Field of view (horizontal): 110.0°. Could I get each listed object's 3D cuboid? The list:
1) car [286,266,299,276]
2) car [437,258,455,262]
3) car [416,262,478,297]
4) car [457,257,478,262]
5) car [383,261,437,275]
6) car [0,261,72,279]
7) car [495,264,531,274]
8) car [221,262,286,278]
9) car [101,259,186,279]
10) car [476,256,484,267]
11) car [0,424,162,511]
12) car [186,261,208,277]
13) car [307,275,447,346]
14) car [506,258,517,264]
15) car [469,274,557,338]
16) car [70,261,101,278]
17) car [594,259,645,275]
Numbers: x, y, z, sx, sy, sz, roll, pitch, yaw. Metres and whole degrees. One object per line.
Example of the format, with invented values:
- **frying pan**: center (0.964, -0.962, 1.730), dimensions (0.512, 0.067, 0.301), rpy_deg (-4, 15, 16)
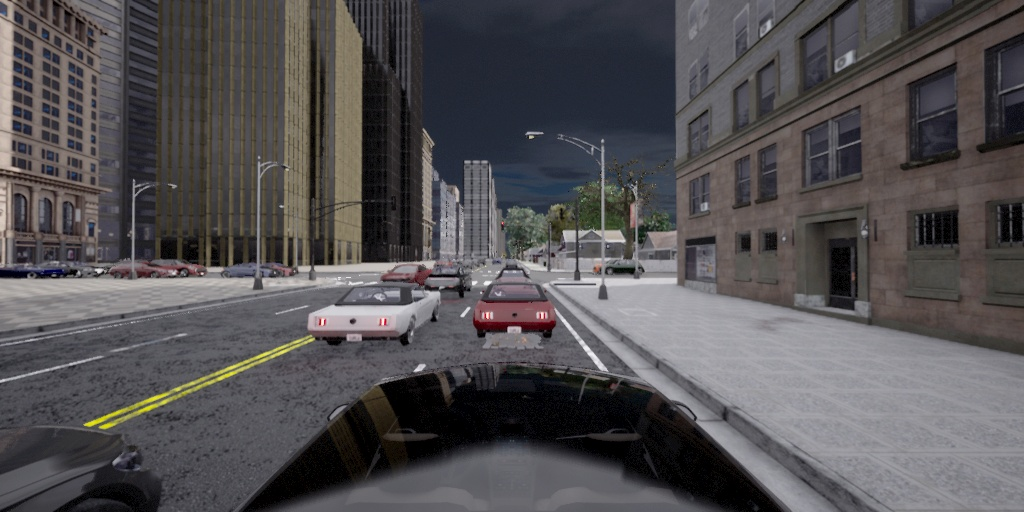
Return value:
- **car**: center (-22.799, 1.301, 34.210), dimensions (4.181, 1.385, 1.994), rpy_deg (0, -1, -3)
- **car**: center (-9.968, 1.099, 52.593), dimensions (2.097, 1.767, 4.553), rpy_deg (0, 0, 0)
- **car**: center (-3.192, 1.241, 18.682), dimensions (2.128, 1.511, 4.902), rpy_deg (0, 0, 0)
- **car**: center (-6.717, 1.252, 54.417), dimensions (1.837, 1.490, 4.892), rpy_deg (0, 0, 0)
- **car**: center (-6.267, 1.227, 21.657), dimensions (1.882, 1.535, 5.008), rpy_deg (0, 0, 3)
- **car**: center (-40.354, 1.303, 29.653), dimensions (4.718, 1.301, 1.895), rpy_deg (0, -1, -6)
- **car**: center (0.055, 1.314, 18.903), dimensions (1.994, 1.385, 4.181), rpy_deg (0, 0, 0)
- **car**: center (-22.513, 1.268, 30.969), dimensions (4.181, 1.385, 1.994), rpy_deg (0, -1, -3)
- **car**: center (-31.186, 1.230, 30.444), dimensions (4.674, 1.442, 1.812), rpy_deg (0, -1, -4)
- **car**: center (-6.715, 1.251, 64.556), dimensions (1.837, 1.490, 4.892), rpy_deg (0, 0, 0)
- **car**: center (-3.143, 1.276, 0.286), dimensions (1.812, 1.442, 4.674), rpy_deg (0, 0, 0)
- **car**: center (-31.483, 1.088, 33.678), dimensions (4.553, 1.767, 2.097), rpy_deg (0, -1, -5)
- **car**: center (-3.173, 1.351, 9.428), dimensions (1.895, 1.301, 4.718), rpy_deg (0, 0, 0)
- **car**: center (-0.057, 1.310, 64.409), dimensions (1.994, 1.385, 4.181), rpy_deg (0, 0, 0)
- **car**: center (0.061, 1.350, 10.147), dimensions (1.895, 1.301, 4.718), rpy_deg (0, 0, 0)
- **car**: center (-40.555, 1.226, 32.890), dimensions (4.902, 1.511, 2.128), rpy_deg (0, -1, -6)
- **car**: center (11.519, 1.120, 37.946), dimensions (4.553, 1.767, 2.097), rpy_deg (0, -1, 0)
